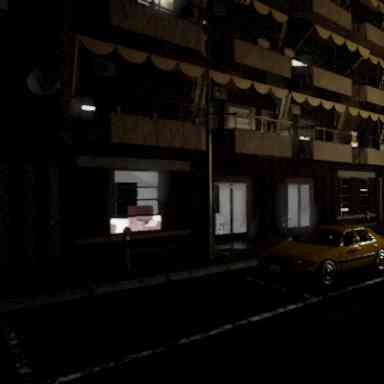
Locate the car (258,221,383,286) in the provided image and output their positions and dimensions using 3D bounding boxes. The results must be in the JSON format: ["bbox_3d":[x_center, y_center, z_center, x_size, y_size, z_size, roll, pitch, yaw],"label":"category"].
[{"bbox_3d":[3.939,1.522,9.374,4.829,1.417,1.752,0,0,-35],"label":"car"}]
